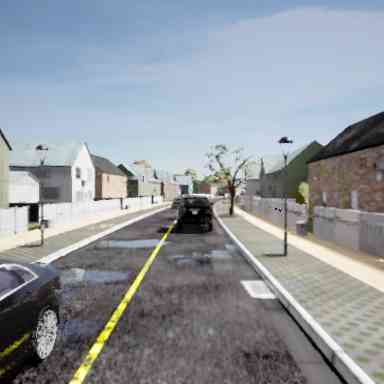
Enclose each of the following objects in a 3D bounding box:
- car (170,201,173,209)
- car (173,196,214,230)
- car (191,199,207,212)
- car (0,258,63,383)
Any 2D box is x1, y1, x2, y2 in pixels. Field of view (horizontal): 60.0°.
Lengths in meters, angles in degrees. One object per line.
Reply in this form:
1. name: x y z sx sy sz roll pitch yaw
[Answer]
1. car: -1.737 1.534 45.022 1.837 1.490 4.892 0 0 4
2. car: 0.196 1.239 21.224 2.150 2.045 5.566 0 0 1
3. car: 0.881 1.554 39.802 1.812 1.442 4.674 0 0 3
4. car: -2.846 1.494 3.067 2.128 1.511 4.902 0 0 0
